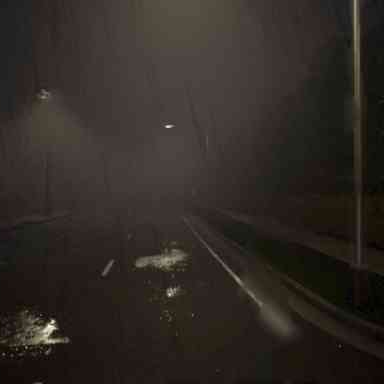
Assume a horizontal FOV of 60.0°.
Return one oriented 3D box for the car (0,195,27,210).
[{"bbox_3d":[-25.997,1.473,48.148,2.150,2.045,5.566,-1,0,-4],"label":"car"}]
